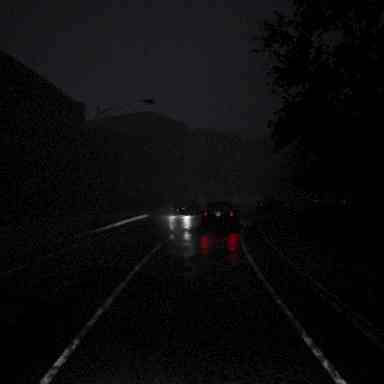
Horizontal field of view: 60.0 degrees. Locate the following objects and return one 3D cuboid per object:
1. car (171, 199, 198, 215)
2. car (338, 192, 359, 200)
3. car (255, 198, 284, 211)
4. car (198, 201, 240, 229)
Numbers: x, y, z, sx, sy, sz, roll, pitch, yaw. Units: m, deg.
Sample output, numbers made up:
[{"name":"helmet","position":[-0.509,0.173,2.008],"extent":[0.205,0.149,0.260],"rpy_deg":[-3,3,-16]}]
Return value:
[{"name":"car","position":[-0.649,1.477,33.883],"extent":[1.837,1.490,4.892],"rpy_deg":[-1,0,17]},{"name":"car","position":[29.053,0.751,62.011],"extent":[4.892,1.490,1.837],"rpy_deg":[-2,0,-28]},{"name":"car","position":[9.131,1.395,39.191],"extent":[2.033,1.411,5.357],"rpy_deg":[-1,0,33]},{"name":"car","position":[1.977,1.341,21.664],"extent":[2.097,1.767,4.553],"rpy_deg":[0,0,12]}]
